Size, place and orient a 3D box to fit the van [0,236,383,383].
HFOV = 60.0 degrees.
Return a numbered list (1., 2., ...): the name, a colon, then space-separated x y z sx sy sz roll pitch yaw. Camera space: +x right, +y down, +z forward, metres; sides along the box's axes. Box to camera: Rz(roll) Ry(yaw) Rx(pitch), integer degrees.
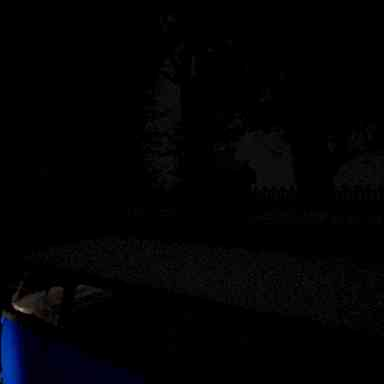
1. van: 0.026 1.353 2.700 3.998 1.788 1.690 -1 0 35
